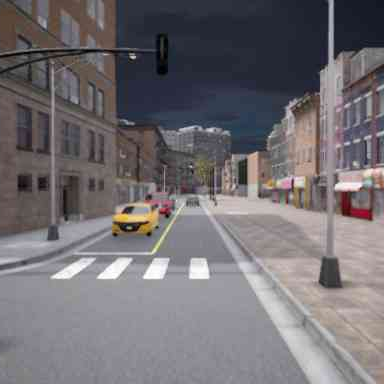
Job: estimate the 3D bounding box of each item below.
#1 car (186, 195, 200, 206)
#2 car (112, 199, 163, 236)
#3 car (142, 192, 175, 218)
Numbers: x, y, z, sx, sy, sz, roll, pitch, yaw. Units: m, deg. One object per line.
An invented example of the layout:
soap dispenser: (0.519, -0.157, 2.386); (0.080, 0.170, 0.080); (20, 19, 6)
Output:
car: (0.114, 1.146, 47.251); (2.128, 1.511, 4.902); (0, 1, 0)
car: (-2.840, 1.344, 17.604); (1.882, 1.535, 5.008); (0, 0, 0)
car: (-2.842, 1.014, 27.697); (2.150, 2.045, 5.566); (0, 0, 0)
